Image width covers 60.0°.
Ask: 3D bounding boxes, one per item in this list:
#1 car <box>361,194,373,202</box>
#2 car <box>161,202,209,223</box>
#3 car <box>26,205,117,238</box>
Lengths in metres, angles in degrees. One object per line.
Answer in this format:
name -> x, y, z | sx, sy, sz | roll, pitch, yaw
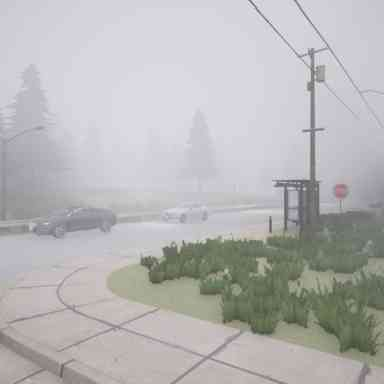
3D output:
car -> 40.336, 1.356, 76.528 | 2.097, 1.767, 4.553 | 0, 0, 36
car -> -0.410, 1.527, 25.912 | 1.812, 1.442, 4.674 | 0, 0, 36
car -> -6.257, 1.492, 17.840 | 2.128, 1.511, 4.902 | 0, 0, 36
